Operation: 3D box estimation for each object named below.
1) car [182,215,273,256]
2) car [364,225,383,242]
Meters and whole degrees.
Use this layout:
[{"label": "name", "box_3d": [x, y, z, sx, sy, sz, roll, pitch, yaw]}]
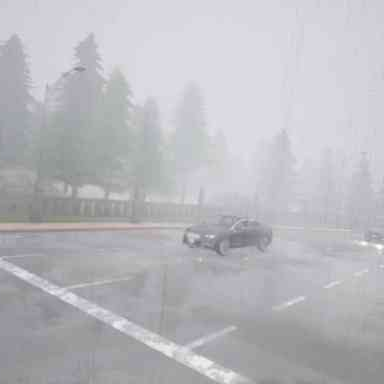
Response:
[{"label": "car", "box_3d": [1.695, 1.787, 14.602, 2.128, 1.511, 4.902, 5, -1, 44]}, {"label": "car", "box_3d": [14.820, 3.145, 24.644, 4.181, 1.385, 1.994, 5, -1, -25]}]
